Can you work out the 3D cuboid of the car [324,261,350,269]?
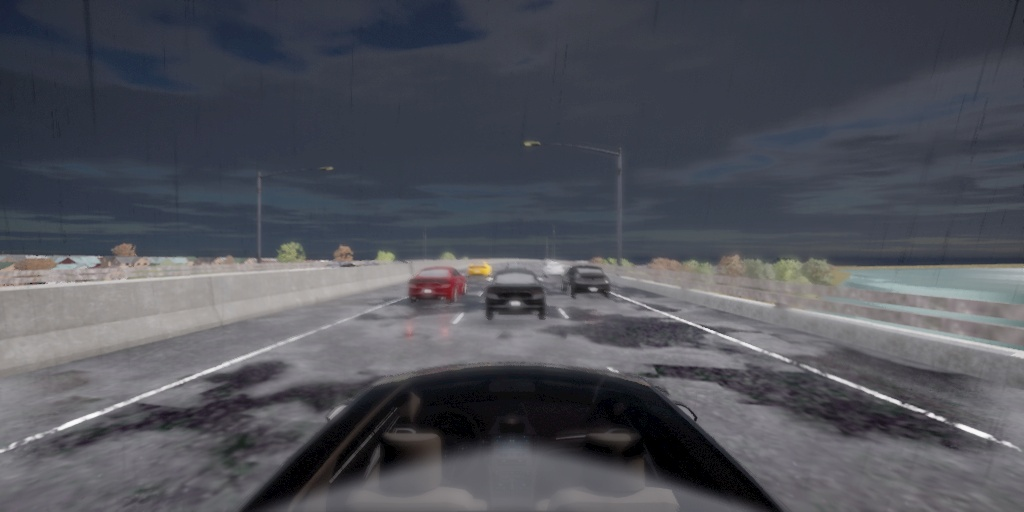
[{"bbox_3d":[-20.544,1.318,42.750,2.128,1.511,4.902,0,0,2],"label":"car"}]

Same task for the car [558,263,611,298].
[{"bbox_3d":[3.707,1.271,18.485,1.837,1.490,4.892,0,0,1],"label":"car"}]

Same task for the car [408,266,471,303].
[{"bbox_3d":[-3.315,1.241,16.736,1.882,1.535,5.008,0,0,1],"label":"car"}]

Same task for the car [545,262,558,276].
[{"bbox_3d":[3.948,1.330,34.340,1.812,1.442,4.674,0,0,1],"label":"car"}]

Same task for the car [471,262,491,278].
[{"bbox_3d":[-3.034,1.283,34.856,1.882,1.535,5.008,0,0,1],"label":"car"}]

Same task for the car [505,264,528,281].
[{"bbox_3d":[0.407,1.398,31.987,1.895,1.301,4.718,0,0,1],"label":"car"}]

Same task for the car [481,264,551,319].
[{"bbox_3d":[0.137,1.235,12.946,1.882,1.535,5.008,0,0,1],"label":"car"}]

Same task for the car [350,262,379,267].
[{"bbox_3d":[-17.040,1.390,42.815,1.994,1.385,4.181,0,0,2],"label":"car"}]

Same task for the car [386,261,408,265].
[{"bbox_3d":[-13.551,1.332,42.469,1.837,1.490,4.892,0,-1,2],"label":"car"}]
